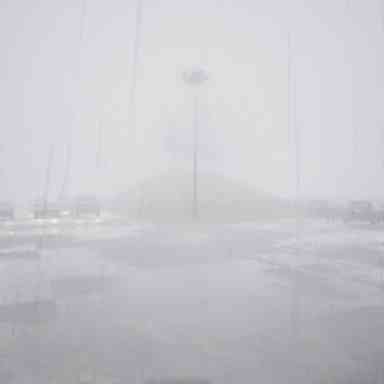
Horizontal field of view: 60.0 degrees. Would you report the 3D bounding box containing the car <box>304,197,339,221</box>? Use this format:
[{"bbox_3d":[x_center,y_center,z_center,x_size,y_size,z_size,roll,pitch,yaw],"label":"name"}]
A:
[{"bbox_3d":[11.202,1.374,27.736,2.097,1.767,4.553,0,0,44],"label":"car"}]

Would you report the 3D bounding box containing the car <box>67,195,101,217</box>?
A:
[{"bbox_3d":[-10.443,1.277,32.448,2.150,2.045,5.566,0,0,-27],"label":"car"}]

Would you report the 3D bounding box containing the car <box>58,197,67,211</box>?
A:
[{"bbox_3d":[-15.019,1.637,41.213,1.994,1.385,4.181,0,0,-27],"label":"car"}]

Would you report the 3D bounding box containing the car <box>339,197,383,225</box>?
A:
[{"bbox_3d":[12.923,1.367,24.480,2.097,1.767,4.553,0,0,44],"label":"car"}]

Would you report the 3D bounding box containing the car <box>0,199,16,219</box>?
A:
[{"bbox_3d":[-16.544,1.537,28.974,1.882,1.535,5.008,0,0,-28],"label":"car"}]

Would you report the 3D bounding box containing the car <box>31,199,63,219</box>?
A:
[{"bbox_3d":[-13.122,1.620,29.986,1.994,1.385,4.181,0,0,-27],"label":"car"}]

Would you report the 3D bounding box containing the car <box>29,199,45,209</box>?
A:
[{"bbox_3d":[-22.301,1.692,47.615,1.895,1.301,4.718,0,0,-27],"label":"car"}]

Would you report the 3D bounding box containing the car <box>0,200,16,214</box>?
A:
[{"bbox_3d":[-21.210,1.678,37.912,1.895,1.301,4.718,0,0,-27],"label":"car"}]

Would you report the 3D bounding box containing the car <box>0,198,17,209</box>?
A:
[{"bbox_3d":[-26.381,1.644,47.864,2.033,1.411,5.357,0,0,-27],"label":"car"}]

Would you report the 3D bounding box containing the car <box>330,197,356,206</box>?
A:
[{"bbox_3d":[25.237,1.587,55.831,2.033,1.411,5.357,0,0,1],"label":"car"}]

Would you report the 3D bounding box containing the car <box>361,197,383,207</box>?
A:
[{"bbox_3d":[28.399,1.536,52.357,1.837,1.490,4.892,0,0,8],"label":"car"}]

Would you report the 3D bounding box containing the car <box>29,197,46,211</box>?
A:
[{"bbox_3d":[-17.662,1.425,38.689,2.097,1.767,4.553,0,0,-27],"label":"car"}]

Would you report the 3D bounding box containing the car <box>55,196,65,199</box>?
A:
[{"bbox_3d":[-19.562,1.443,49.927,2.097,1.767,4.553,0,0,-27],"label":"car"}]
